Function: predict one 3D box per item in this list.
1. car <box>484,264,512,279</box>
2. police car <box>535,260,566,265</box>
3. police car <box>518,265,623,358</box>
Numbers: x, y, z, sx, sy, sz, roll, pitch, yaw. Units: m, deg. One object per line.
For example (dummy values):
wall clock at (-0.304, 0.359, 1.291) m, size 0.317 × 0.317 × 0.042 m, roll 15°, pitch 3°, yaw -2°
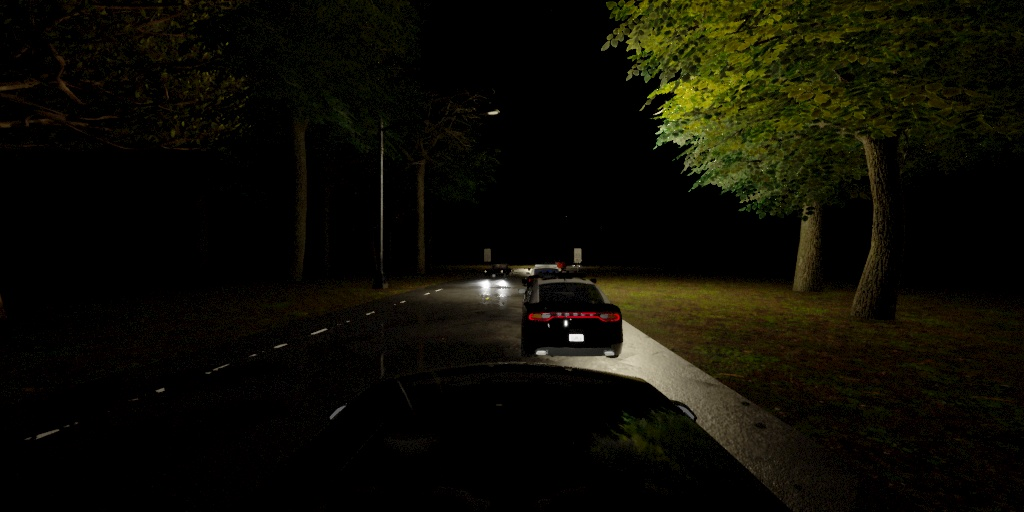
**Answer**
car at (-1.261, 1.409, 32.991) m, size 1.895 × 1.301 × 4.718 m, roll 0°, pitch 0°, yaw 8°
police car at (1.751, 1.204, 18.501) m, size 1.930 × 1.638 × 5.238 m, roll 0°, pitch 0°, yaw 5°
police car at (1.179, 1.180, 8.641) m, size 1.930 × 1.638 × 5.238 m, roll 0°, pitch 0°, yaw 2°
